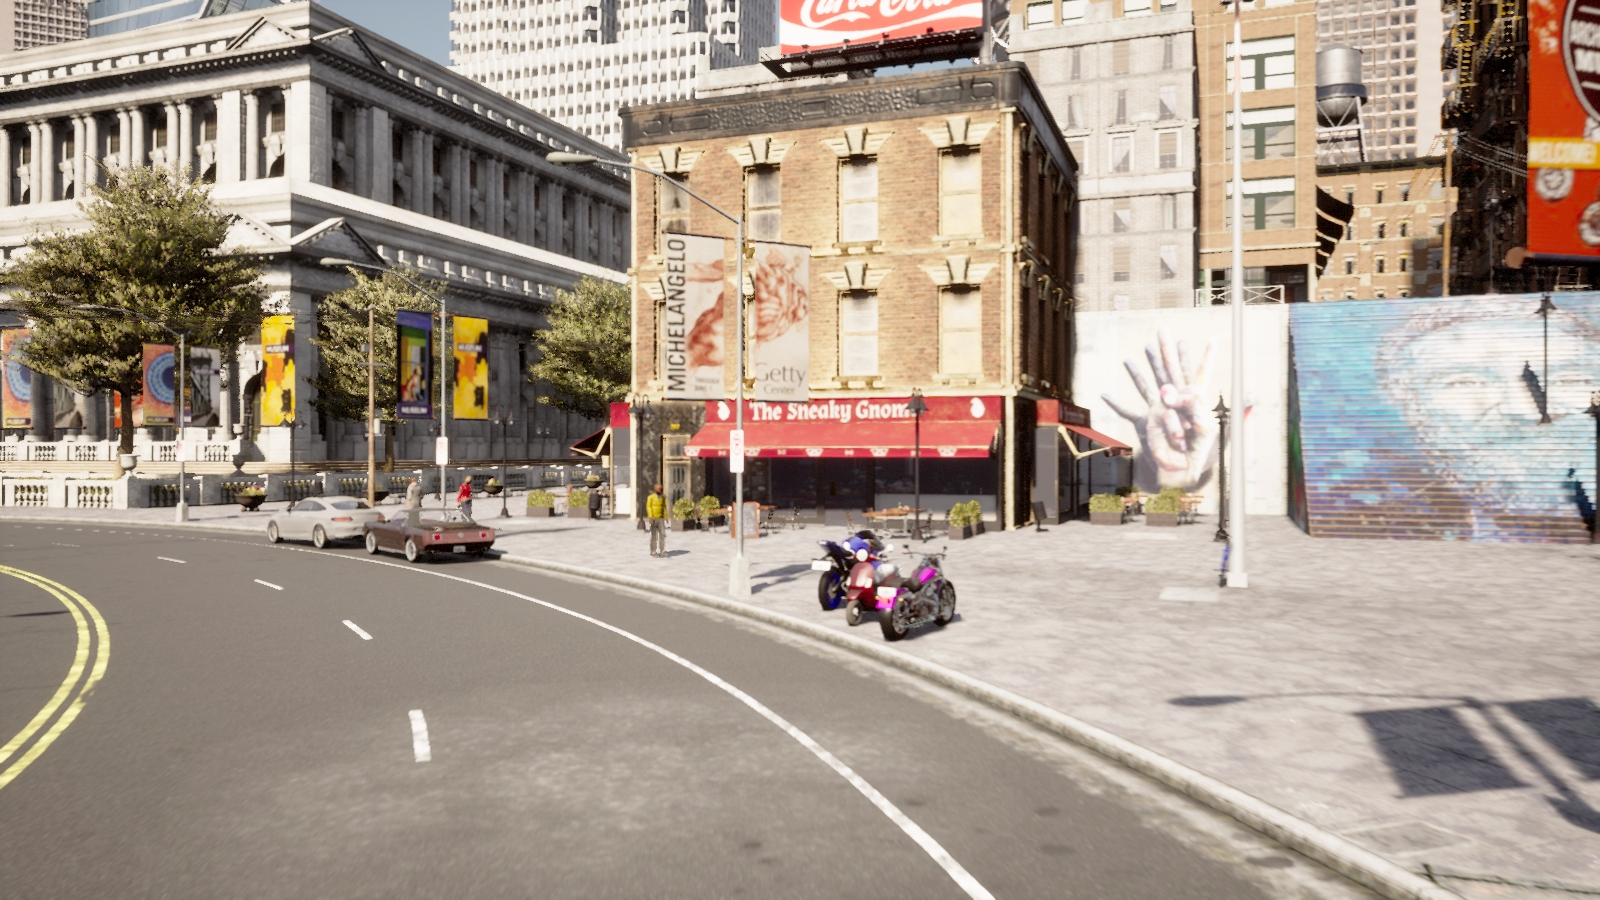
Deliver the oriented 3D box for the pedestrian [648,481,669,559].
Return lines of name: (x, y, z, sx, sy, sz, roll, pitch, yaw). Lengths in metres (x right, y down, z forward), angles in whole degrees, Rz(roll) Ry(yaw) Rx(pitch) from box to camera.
pedestrian: (-3.443, 1.697, 27.841, 0.375, 1.860, 0.375, 0, 0, -39)

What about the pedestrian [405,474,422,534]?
pedestrian: (-12.199, 1.699, 36.082, 0.375, 1.860, 0.375, 0, 0, 39)

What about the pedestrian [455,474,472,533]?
pedestrian: (-10.670, 1.701, 36.260, 0.375, 1.860, 0.375, 0, 0, 27)
